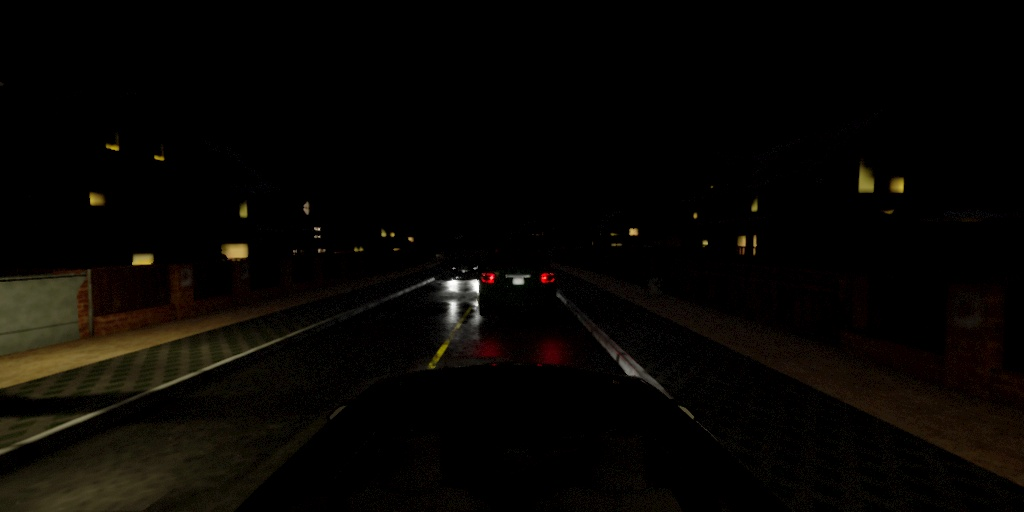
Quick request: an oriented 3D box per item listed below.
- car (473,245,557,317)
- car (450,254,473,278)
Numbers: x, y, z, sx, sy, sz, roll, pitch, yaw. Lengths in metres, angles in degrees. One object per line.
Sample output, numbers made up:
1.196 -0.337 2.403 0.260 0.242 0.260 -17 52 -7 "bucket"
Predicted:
0.125 0.675 11.842 2.150 2.045 5.566 0 1 -1 "car"
-2.966 0.618 24.059 1.837 1.490 4.892 0 1 -1 "car"
